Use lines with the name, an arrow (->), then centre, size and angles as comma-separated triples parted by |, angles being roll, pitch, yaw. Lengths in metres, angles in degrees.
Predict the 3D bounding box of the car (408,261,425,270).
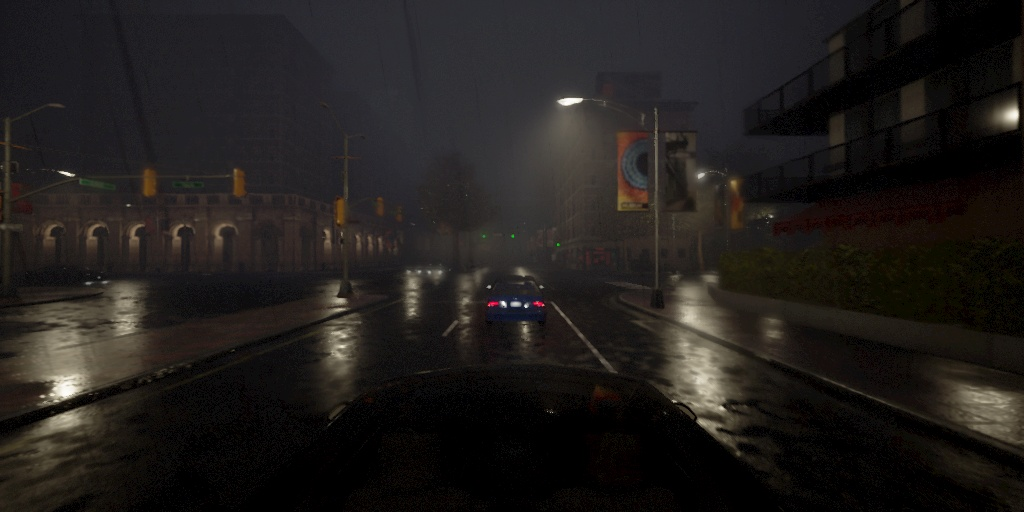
car -> -14.938, 1.490, 57.531 | 1.882, 1.535, 5.008 | 0, 0, 1

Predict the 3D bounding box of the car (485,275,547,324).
car -> 0.110, 1.346, 12.082 | 2.033, 1.411, 5.357 | 0, 0, 0

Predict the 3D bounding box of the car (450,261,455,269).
car -> -11.384, 1.607, 64.125 | 1.994, 1.385, 4.181 | 0, 0, 0

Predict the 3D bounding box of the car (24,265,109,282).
car -> -37.415, 1.428, 30.178 | 5.357, 1.411, 2.033 | 0, 0, 0

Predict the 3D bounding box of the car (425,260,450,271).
car -> -11.458, 1.355, 55.487 | 2.097, 1.767, 4.553 | 0, 0, 0
